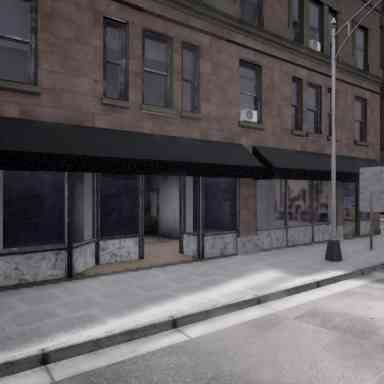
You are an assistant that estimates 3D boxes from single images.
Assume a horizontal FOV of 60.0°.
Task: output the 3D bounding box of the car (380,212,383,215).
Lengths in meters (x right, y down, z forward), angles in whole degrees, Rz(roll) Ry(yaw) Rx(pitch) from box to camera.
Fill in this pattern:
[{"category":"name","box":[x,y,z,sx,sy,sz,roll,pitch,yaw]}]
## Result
[{"category":"car","box":[15.884,1.146,28.139,2.097,1.767,4.553,0,1,-36]}]
